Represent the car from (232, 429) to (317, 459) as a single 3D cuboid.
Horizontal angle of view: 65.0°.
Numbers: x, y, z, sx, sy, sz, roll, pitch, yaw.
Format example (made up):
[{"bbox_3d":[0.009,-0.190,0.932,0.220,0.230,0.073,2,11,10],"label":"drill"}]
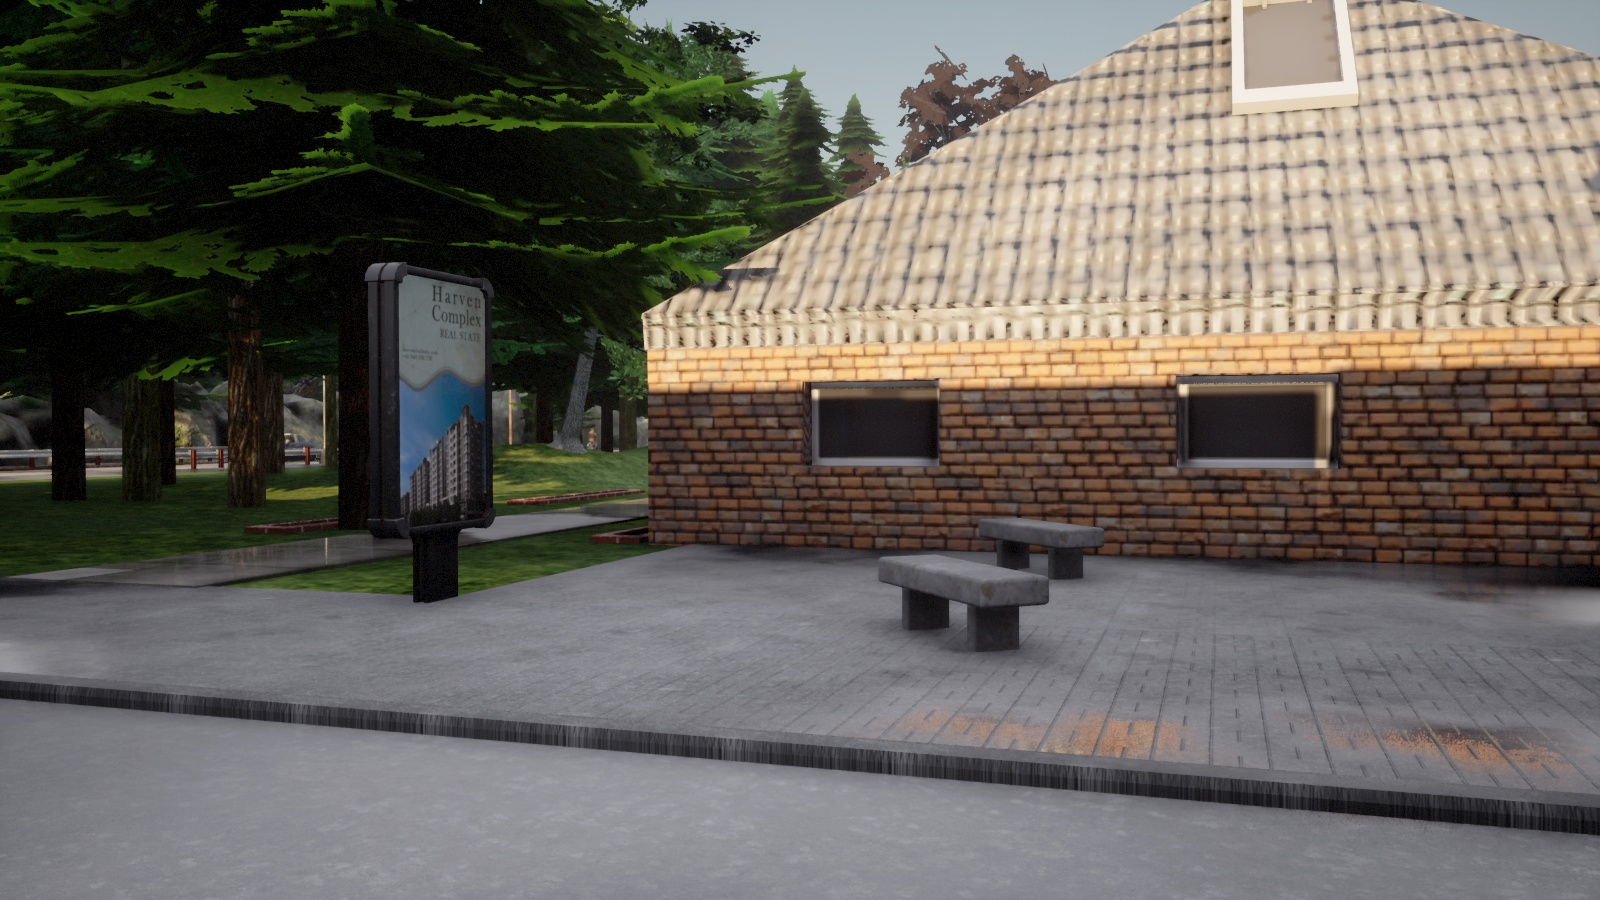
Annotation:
[{"bbox_3d":[-26.586,-0.327,63.663,1.970,1.475,3.806,1,1,18],"label":"car"}]
